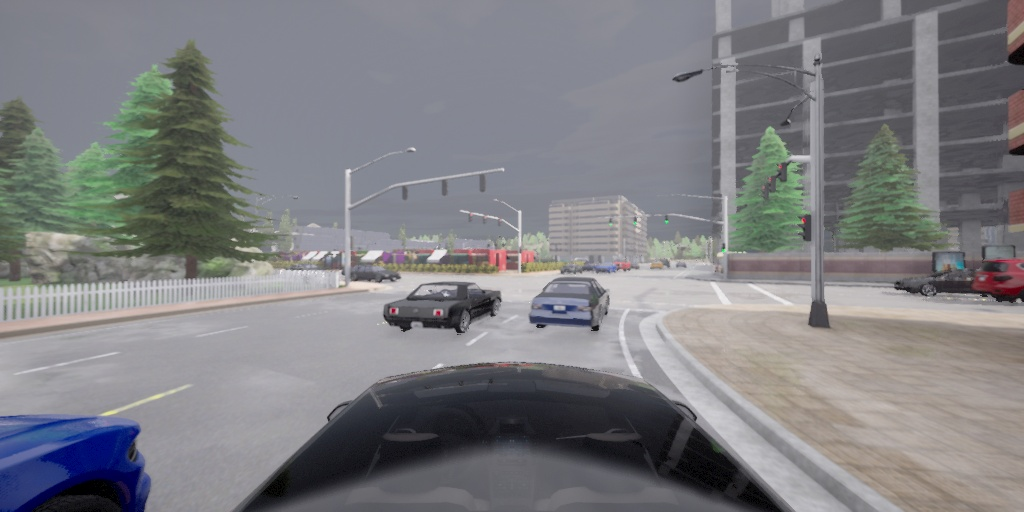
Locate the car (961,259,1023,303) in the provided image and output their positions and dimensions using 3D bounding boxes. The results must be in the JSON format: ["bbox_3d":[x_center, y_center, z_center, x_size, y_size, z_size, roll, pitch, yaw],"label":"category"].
[{"bbox_3d":[24.377,1.165,15.528,5.566,2.045,2.150,0,0,29],"label":"car"}]

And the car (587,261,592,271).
[{"bbox_3d":[11.914,1.765,54.166,1.895,1.301,4.718,0,0,28],"label":"car"}]

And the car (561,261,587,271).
[{"bbox_3d":[7.775,1.664,46.445,1.994,1.385,4.181,0,0,28],"label":"car"}]

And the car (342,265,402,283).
[{"bbox_3d":[-12.214,1.562,31.471,5.357,1.411,2.033,0,0,29],"label":"car"}]

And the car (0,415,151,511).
[{"bbox_3d":[-3.207,1.212,0.193,1.882,1.535,5.008,0,0,-2],"label":"car"}]

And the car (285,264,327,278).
[{"bbox_3d":[-20.767,1.530,36.130,4.902,1.511,2.128,0,0,29],"label":"car"}]

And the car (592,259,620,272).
[{"bbox_3d":[12.734,1.599,48.295,1.882,1.535,5.008,0,0,28],"label":"car"}]

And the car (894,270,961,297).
[{"bbox_3d":[24.505,1.480,19.671,4.892,1.490,1.837,0,-1,29],"label":"car"}]

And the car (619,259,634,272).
[{"bbox_3d":[17.302,1.414,56.788,2.150,2.045,5.566,0,-1,28],"label":"car"}]

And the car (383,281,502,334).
[{"bbox_3d":[-1.767,1.419,10.944,1.895,1.301,4.718,0,0,14],"label":"car"}]

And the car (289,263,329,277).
[{"bbox_3d":[-23.615,1.602,41.677,4.674,1.442,1.812,0,0,28],"label":"car"}]

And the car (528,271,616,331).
[{"bbox_3d":[2.013,1.374,11.421,2.033,1.411,5.357,0,0,19],"label":"car"}]
